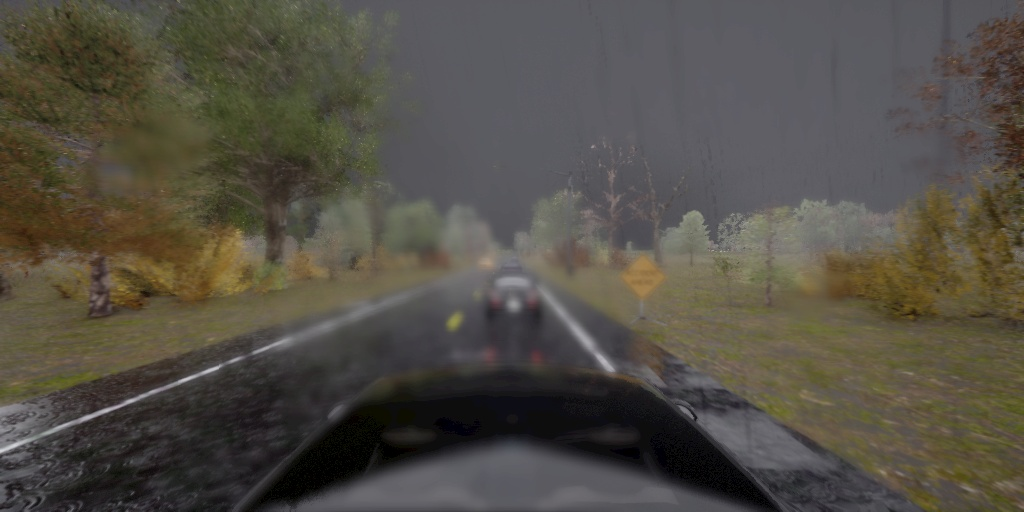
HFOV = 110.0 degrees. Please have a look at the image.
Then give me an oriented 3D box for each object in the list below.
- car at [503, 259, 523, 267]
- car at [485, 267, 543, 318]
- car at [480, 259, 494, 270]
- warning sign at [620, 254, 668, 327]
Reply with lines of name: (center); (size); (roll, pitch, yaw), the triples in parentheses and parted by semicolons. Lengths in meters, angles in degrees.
car: (0.083, 1.239, 27.746); (2.128, 1.511, 4.902); (0, 0, 0)
car: (0.078, 1.277, 12.836); (1.812, 1.442, 4.674); (0, 0, 0)
car: (-3.549, 1.203, 51.480); (1.882, 1.535, 5.008); (0, 0, 0)
warning sign: (3.553, 0.867, 9.751); (1.300, 1.860, 1.060); (0, 0, 0)
